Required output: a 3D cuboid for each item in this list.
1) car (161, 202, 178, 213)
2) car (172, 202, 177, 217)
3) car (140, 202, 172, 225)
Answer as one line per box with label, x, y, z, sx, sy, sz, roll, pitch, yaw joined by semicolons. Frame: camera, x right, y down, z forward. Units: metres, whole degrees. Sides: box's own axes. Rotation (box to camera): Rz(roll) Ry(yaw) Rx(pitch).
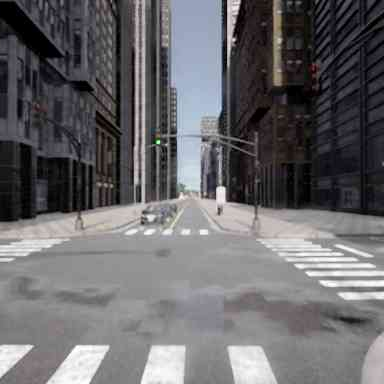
car;-3.099;2.150;46.730;1.994;1.385;4.181;0;-1;0
car;-3.105;2.024;36.785;1.994;1.385;4.181;0;-1;0
car;-3.106;1.836;27.654;2.128;1.511;4.902;0;-1;0
